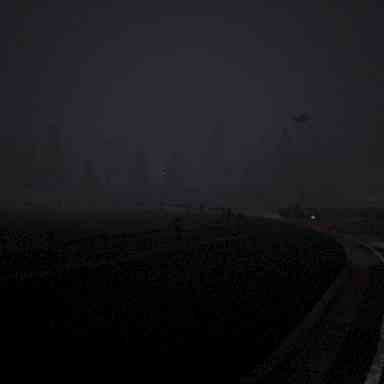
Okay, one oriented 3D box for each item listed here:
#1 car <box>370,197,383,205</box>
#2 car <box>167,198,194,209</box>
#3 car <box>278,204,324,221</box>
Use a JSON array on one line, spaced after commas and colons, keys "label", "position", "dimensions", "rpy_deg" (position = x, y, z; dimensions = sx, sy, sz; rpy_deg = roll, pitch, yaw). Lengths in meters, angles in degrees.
[{"label": "car", "position": [34.083, 1.528, 58.564], "dimensions": [5.008, 1.535, 1.882], "rpy_deg": [-1, 0, -2]}, {"label": "car", "position": [-1.838, 1.762, 50.727], "dimensions": [1.837, 1.490, 4.892], "rpy_deg": [0, -1, -43]}, {"label": "car", "position": [9.052, 1.676, 28.104], "dimensions": [1.895, 1.301, 4.718], "rpy_deg": [0, 0, -10]}]
